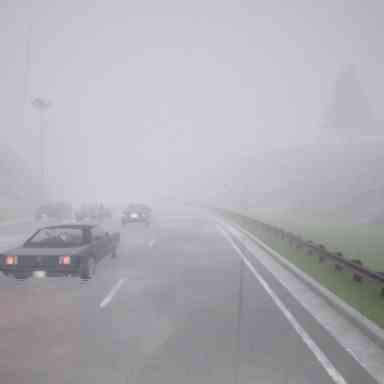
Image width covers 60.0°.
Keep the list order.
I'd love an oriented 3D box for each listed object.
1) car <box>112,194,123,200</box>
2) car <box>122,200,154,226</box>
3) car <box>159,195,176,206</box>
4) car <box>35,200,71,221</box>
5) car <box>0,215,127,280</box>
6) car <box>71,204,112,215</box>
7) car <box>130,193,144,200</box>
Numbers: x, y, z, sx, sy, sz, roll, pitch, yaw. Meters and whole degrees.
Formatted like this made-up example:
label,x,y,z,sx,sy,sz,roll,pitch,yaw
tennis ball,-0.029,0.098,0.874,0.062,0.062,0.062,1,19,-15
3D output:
label,x,y,z,sx,sy,sz,roll,pitch,yaw
car,-19.368,1.249,86.330,1.882,1.535,5.008,0,0,-31
car,-3.698,1.497,23.012,2.033,1.411,5.357,0,0,-3
car,-3.972,1.233,53.744,2.097,1.767,4.553,0,0,-16
car,-10.953,1.448,26.684,1.837,1.490,4.892,0,1,-4
car,-3.440,1.579,9.781,1.895,1.301,4.718,0,0,1
car,-7.322,1.545,25.209,1.895,1.301,4.718,0,0,-3
car,-11.884,1.068,72.109,2.097,1.767,4.553,0,0,-25
